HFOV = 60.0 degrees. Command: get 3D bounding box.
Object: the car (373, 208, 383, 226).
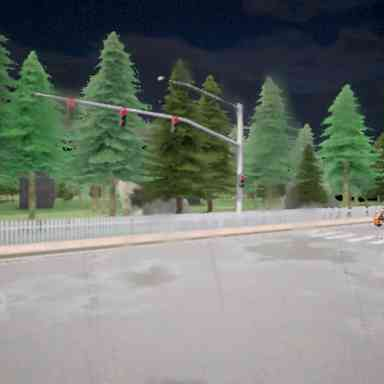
[{"bbox_3d":[14.428,1.465,22.780,4.553,1.767,2.097,0,0,-35],"label":"car"}]
